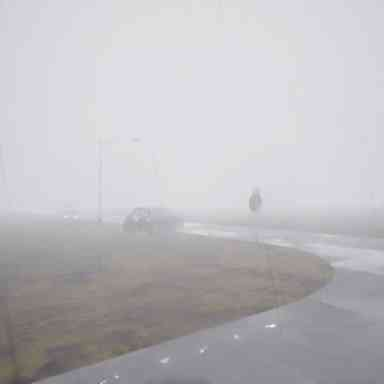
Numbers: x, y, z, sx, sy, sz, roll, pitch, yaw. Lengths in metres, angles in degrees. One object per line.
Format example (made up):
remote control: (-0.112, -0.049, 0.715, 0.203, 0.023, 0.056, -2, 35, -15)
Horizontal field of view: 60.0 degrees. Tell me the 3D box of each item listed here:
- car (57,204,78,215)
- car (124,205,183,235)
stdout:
car: (-18.757, 2.572, 49.966, 2.097, 1.767, 4.553, 1, -2, -36)
car: (-2.366, 1.724, 21.787, 2.097, 1.767, 4.553, 0, -1, 26)
